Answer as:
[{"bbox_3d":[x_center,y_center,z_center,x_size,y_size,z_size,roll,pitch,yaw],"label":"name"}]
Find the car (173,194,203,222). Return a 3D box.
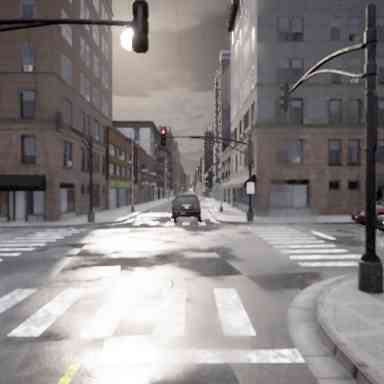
[{"bbox_3d":[-0.351,1.202,26.426,2.150,2.045,5.566,-1,0,0],"label":"car"}]

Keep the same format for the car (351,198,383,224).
[{"bbox_3d":[12.045,1.107,19.302,5.009,1.841,2.192,-1,1,0],"label":"car"}]

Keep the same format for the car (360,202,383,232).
[{"bbox_3d":[11.723,1.364,16.654,5.357,1.411,2.033,-1,0,0],"label":"car"}]
